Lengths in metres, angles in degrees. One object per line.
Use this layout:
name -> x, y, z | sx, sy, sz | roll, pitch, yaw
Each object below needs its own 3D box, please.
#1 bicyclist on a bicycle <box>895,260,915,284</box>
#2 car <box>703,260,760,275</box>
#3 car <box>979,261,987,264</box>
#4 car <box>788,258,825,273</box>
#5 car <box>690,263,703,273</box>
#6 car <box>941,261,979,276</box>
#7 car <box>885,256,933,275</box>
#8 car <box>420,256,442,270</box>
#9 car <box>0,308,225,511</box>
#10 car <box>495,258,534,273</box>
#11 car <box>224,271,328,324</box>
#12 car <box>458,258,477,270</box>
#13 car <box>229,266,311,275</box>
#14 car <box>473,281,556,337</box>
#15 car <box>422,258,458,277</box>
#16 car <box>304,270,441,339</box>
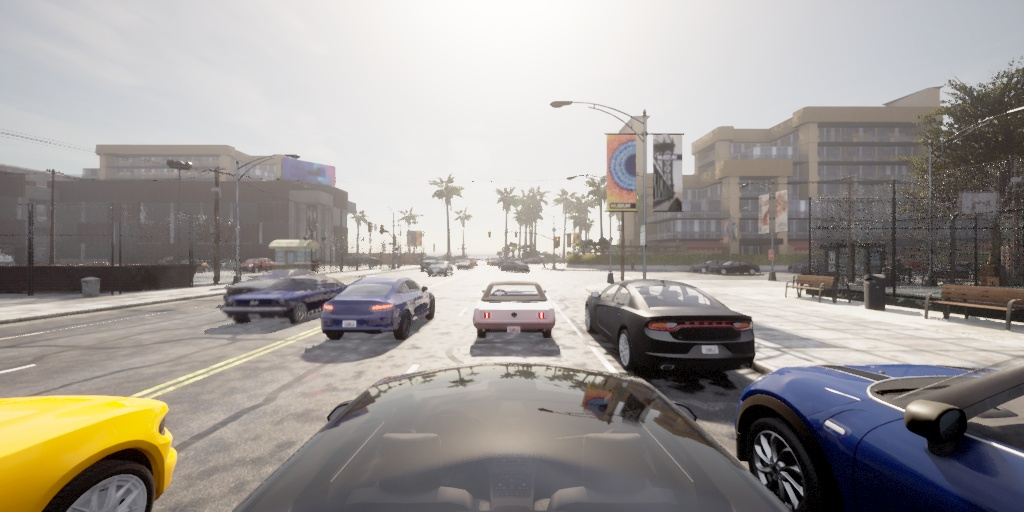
bicyclist on a bicycle -> 26.082, 1.048, 24.024 | 0.582, 1.620, 1.656 | 0, 0, 0
car -> 23.761, 1.223, 38.484 | 5.008, 1.535, 1.882 | 0, 0, 0
car -> 45.218, 1.238, 31.573 | 4.902, 1.511, 2.128 | 0, 0, 0
car -> 35.134, 1.099, 42.062 | 4.553, 1.767, 2.097 | 0, 0, 0
car -> 23.418, 1.250, 41.981 | 4.892, 1.490, 1.837 | 0, 0, 0
car -> 45.187, 1.238, 35.073 | 4.902, 1.511, 2.128 | 0, 0, 0
car -> 41.721, 0.968, 38.571 | 5.566, 2.045, 2.150 | 0, 0, 0
car -> -10.495, 0.966, 47.458 | 2.150, 2.045, 5.566 | 0, 0, 1
car -> -3.403, 1.228, 0.562 | 1.882, 1.535, 5.008 | 0, 0, -1
car -> 0.285, 1.309, 44.882 | 1.994, 1.385, 4.181 | 0, 0, -41
car -> -7.097, 1.350, 12.074 | 1.895, 1.301, 4.718 | 0, 0, 0
car -> -6.880, 1.292, 52.801 | 2.033, 1.411, 5.357 | 0, 0, 2
car -> -10.596, 1.296, 16.821 | 2.033, 1.411, 5.357 | 0, 0, 0
car -> 0.066, 1.350, 10.211 | 1.895, 1.301, 4.718 | 0, 0, 0
car -> -7.077, 1.238, 35.715 | 2.128, 1.511, 4.902 | 0, 0, 0
car -> -3.436, 1.275, 9.919 | 1.812, 1.442, 4.674 | 0, 0, 0
